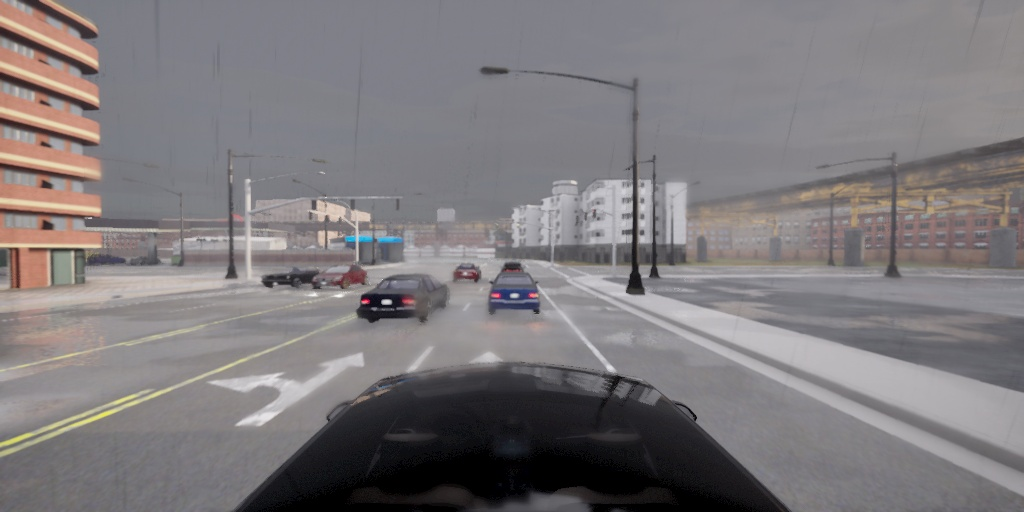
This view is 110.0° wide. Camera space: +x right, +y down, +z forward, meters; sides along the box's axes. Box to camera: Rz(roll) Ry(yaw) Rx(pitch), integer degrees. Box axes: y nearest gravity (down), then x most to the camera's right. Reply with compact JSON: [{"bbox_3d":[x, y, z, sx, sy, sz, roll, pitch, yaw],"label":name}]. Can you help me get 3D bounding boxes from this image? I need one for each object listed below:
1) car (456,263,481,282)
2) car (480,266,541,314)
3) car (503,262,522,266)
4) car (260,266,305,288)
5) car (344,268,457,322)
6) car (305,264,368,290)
[{"bbox_3d":[-3.551,1.257,28.768,1.994,1.385,4.181,0,1,-2],"label":"car"},{"bbox_3d":[0.080,1.306,13.877,2.033,1.411,5.357,0,0,0],"label":"car"},{"bbox_3d":[0.058,1.197,28.632,1.837,1.490,4.892,0,1,0],"label":"car"},{"bbox_3d":[-14.049,1.335,23.499,1.895,1.301,4.718,0,0,0],"label":"car"},{"bbox_3d":[-3.423,1.309,12.288,2.033,1.411,5.357,0,0,0],"label":"car"},{"bbox_3d":[-10.556,1.259,22.459,1.812,1.442,4.674,0,0,0],"label":"car"}]
